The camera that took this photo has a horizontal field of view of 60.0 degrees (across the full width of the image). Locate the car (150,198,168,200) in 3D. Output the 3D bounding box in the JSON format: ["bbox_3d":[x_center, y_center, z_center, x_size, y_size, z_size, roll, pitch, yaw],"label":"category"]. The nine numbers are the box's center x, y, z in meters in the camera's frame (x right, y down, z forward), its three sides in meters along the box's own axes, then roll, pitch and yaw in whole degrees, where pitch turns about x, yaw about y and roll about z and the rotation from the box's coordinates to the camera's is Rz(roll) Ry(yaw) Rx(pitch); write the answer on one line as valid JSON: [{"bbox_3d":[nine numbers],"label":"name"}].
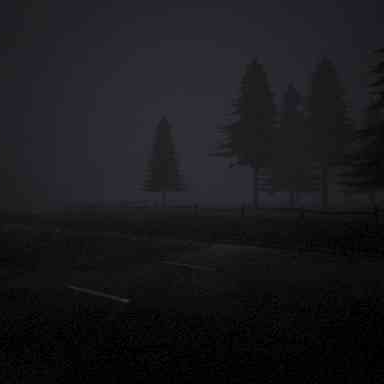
[{"bbox_3d":[-8.245,1.767,84.426,2.033,1.411,5.357,-1,0,36],"label":"car"}]

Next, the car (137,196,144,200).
[{"bbox_3d":[-11.078,1.785,86.482,2.128,1.511,4.902,-1,0,36],"label":"car"}]

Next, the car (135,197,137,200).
[{"bbox_3d":[-13.910,1.816,88.538,1.812,1.442,4.674,-1,0,36],"label":"car"}]
